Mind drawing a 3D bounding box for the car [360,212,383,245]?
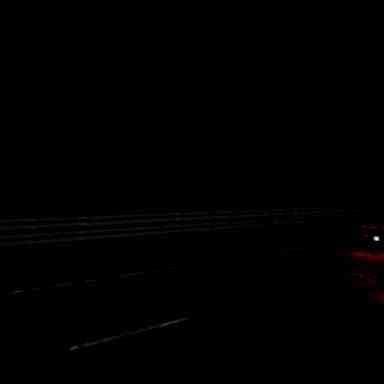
[{"bbox_3d":[9.364,1.598,14.719,4.892,1.490,1.837,0,0,-35],"label":"car"}]

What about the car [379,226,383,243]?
[{"bbox_3d":[7.102,1.625,8.833,4.181,1.385,1.994,0,0,-35],"label":"car"}]
